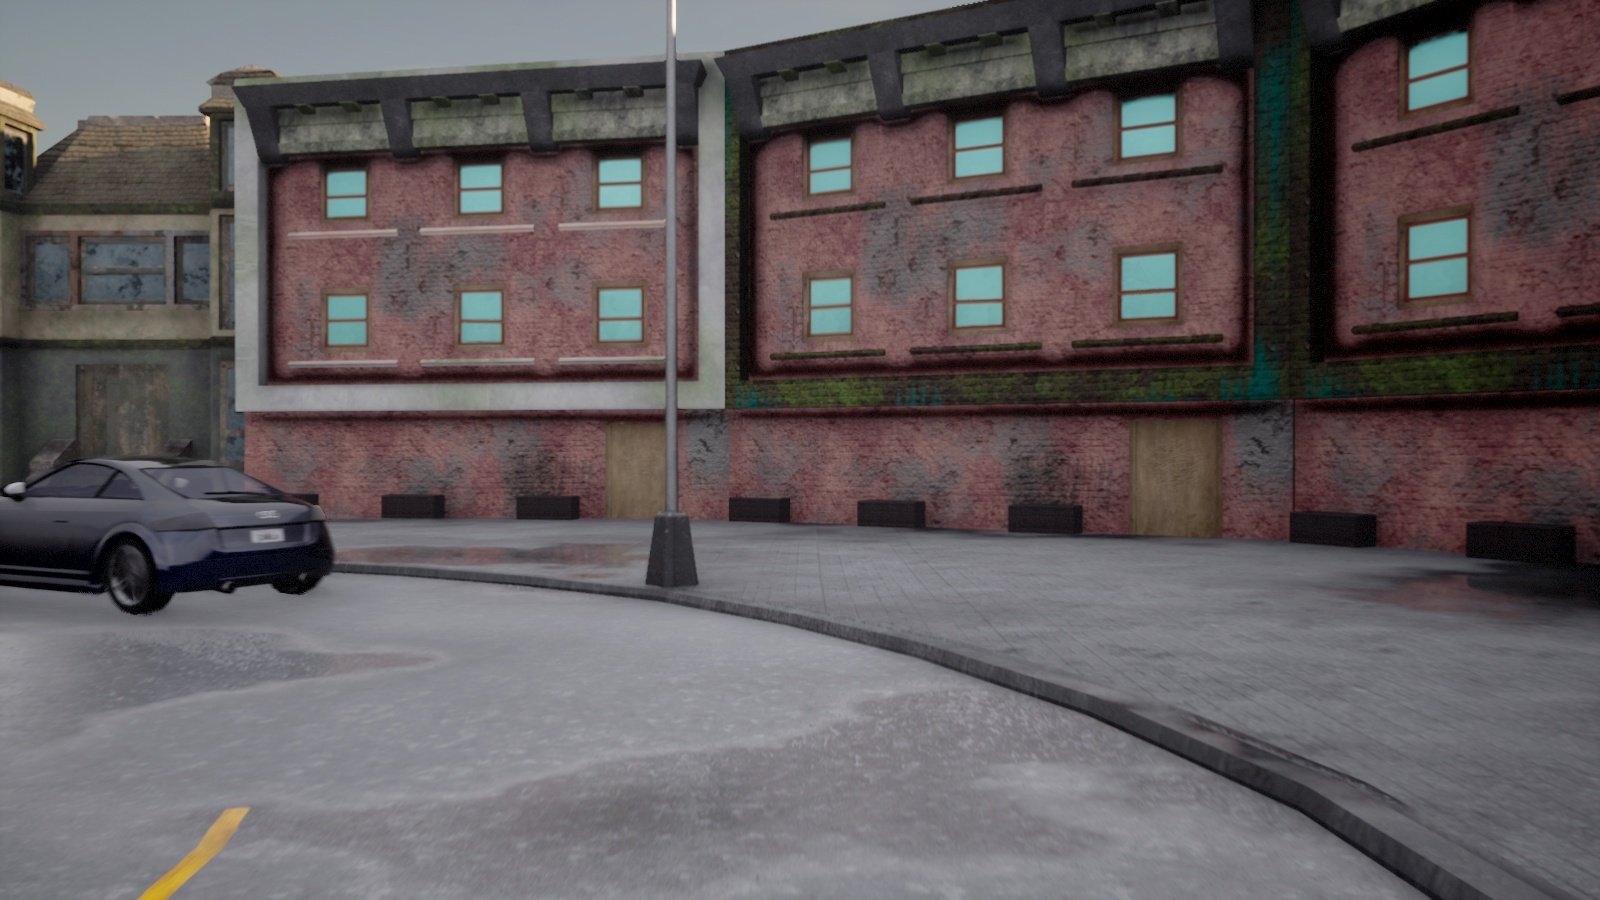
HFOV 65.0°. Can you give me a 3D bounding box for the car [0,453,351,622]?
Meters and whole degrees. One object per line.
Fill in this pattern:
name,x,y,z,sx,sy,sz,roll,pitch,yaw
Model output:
car,-6.701,0.737,12.329,4.181,1.385,1.994,0,0,27
